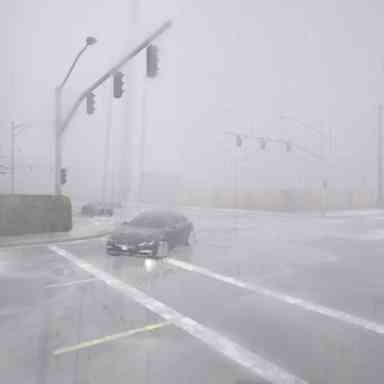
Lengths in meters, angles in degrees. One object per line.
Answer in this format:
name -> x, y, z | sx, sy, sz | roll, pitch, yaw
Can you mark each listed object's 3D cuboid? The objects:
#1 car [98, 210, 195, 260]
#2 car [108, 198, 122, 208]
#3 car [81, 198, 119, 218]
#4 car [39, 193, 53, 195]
car -> -1.318, 1.510, 12.703 | 1.837, 1.490, 4.892 | 4, 1, 19
car -> -11.513, 1.576, 46.945 | 1.994, 1.385, 4.181 | 0, 0, -35
car -> -8.693, 1.571, 30.445 | 1.994, 1.385, 4.181 | 0, 0, -35
car -> -21.110, 1.219, 48.237 | 2.150, 2.045, 5.566 | 0, 0, -35
